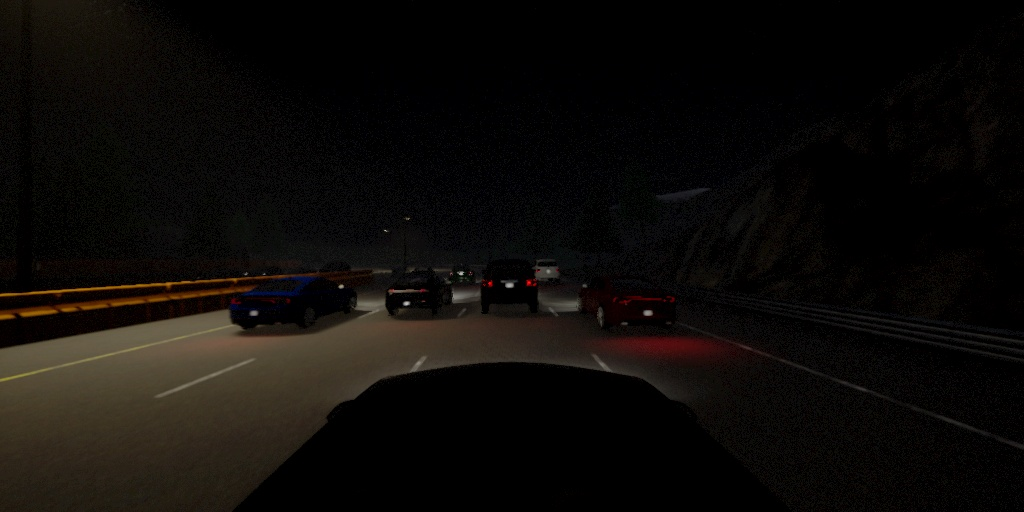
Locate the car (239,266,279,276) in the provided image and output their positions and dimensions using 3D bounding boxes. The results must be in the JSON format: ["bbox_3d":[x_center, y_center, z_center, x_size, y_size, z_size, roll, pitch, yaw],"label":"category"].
[{"bbox_3d":[-26.266,1.819,38.160,2.097,1.767,4.553,0,-1,-8],"label":"car"}]

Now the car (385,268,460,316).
[{"bbox_3d":[-3.616,1.440,14.603,2.128,1.511,4.902,-1,-1,-1],"label":"car"}]

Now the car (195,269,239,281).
[{"bbox_3d":[-29.557,2.028,36.722,2.033,1.411,5.357,0,-1,-7],"label":"car"}]

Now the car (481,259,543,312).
[{"bbox_3d":[-0.124,1.147,15.297,2.150,2.045,5.566,-1,0,-1],"label":"car"}]

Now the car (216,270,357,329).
[{"bbox_3d":[-7.081,1.430,12.270,1.882,1.535,5.008,-1,0,-1],"label":"car"}]

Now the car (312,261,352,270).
[{"bbox_3d":[-19.330,1.633,39.326,2.150,2.045,5.566,0,0,-8],"label":"car"}]

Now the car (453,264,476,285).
[{"bbox_3d":[-4.292,1.519,31.336,2.097,1.767,4.553,-1,-1,-4],"label":"car"}]

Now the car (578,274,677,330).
[{"bbox_3d":[3.427,1.320,11.581,1.882,1.535,5.008,-1,-1,-1],"label":"car"}]

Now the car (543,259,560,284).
[{"bbox_3d":[2.753,1.323,31.391,2.150,2.045,5.566,0,-1,-4],"label":"car"}]

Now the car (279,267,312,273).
[{"bbox_3d":[-22.891,1.943,39.345,2.128,1.511,4.902,0,-1,-8],"label":"car"}]
